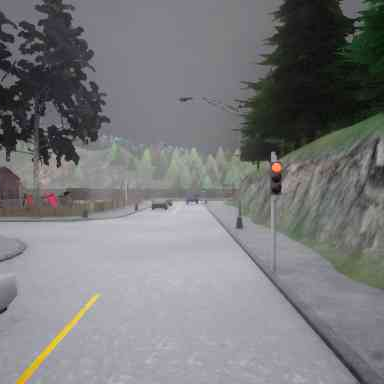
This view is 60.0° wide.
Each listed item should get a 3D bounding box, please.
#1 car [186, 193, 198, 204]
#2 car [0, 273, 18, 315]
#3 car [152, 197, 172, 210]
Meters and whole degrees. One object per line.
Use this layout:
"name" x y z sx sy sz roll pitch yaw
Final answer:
"car" 0.051 1.221 62.528 2.150 2.045 5.566 0 0 0
"car" -3.974 1.601 3.488 1.895 1.301 4.718 0 0 2
"car" -4.064 1.478 42.896 1.882 1.535 5.008 0 0 0
